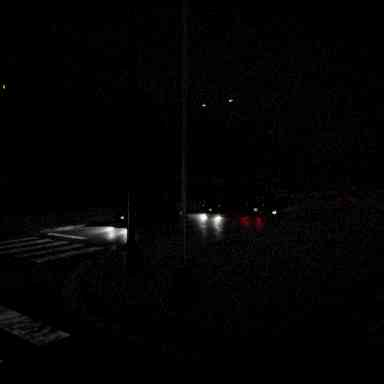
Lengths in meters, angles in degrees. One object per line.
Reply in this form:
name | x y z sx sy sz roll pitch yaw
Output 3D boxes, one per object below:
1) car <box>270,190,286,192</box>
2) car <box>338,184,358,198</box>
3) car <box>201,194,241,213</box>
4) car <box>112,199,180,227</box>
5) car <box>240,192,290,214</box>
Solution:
car | 8.894 0.557 35.197 1.837 1.490 4.892 0 2 35
car | 24.392 -0.219 51.953 2.150 2.045 5.566 0 2 35
car | 2.887 0.859 26.734 2.033 1.411 5.357 0 2 35
car | -2.524 1.118 19.102 1.994 1.385 4.181 0 2 35
car | 5.884 0.906 25.863 1.895 1.301 4.718 0 2 35
